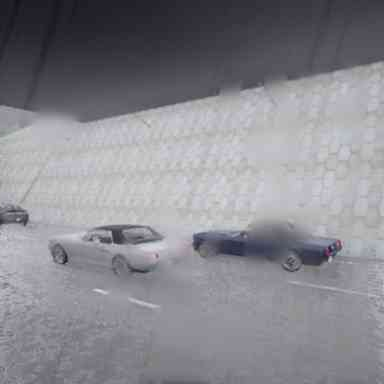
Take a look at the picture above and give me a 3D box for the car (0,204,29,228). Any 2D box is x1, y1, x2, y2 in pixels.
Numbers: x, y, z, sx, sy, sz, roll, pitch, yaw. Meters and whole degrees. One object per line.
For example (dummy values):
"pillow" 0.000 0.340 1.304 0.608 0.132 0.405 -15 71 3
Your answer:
"car" -12.786 1.541 22.219 4.902 1.511 2.128 0 0 37

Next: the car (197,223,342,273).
"car" 2.256 1.671 11.054 4.718 1.301 1.895 0 0 37

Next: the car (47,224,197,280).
"car" -2.382 1.643 10.138 4.718 1.301 1.895 0 0 37
